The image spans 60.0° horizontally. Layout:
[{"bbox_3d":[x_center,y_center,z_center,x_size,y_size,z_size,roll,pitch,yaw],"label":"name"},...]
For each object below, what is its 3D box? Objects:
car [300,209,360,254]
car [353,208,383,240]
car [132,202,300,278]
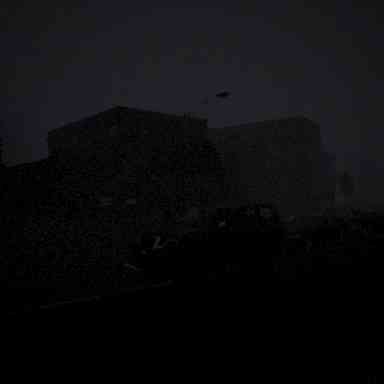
[{"bbox_3d":[5.115,1.660,14.699,4.892,1.521,2.231,1,2,-41],"label":"car"},{"bbox_3d":[9.268,1.681,18.443,4.892,1.521,2.231,1,2,-42],"label":"car"},{"bbox_3d":[0.812,1.388,11.076,5.566,2.045,2.435,1,2,-39],"label":"car"}]
